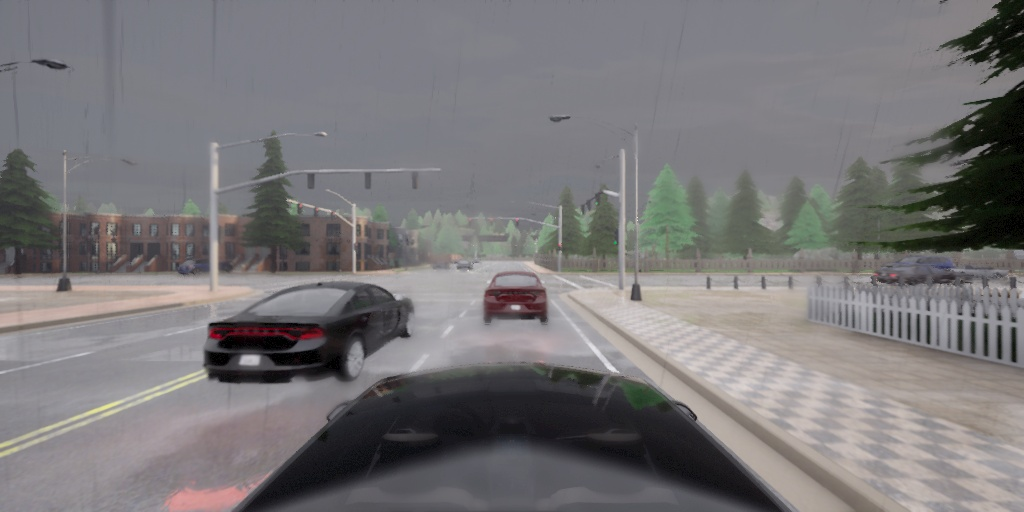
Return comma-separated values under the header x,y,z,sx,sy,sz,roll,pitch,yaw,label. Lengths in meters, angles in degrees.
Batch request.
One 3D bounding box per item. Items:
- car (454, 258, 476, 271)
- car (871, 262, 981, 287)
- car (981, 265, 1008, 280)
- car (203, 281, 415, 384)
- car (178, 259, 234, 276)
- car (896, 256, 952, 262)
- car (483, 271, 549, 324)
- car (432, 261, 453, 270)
x,y,z,sx,sy,sz,roll,pitch,yaw,label
-6.817,1.344,52.251,1.812,1.442,4.674,0,0,1,car
27.819,1.341,24.434,5.357,1.411,2.033,0,0,-1,car
40.037,1.410,31.536,4.718,1.301,1.895,0,0,1,car
-3.415,1.234,7.208,1.882,1.535,5.008,0,0,1,car
-32.485,1.061,38.258,2.097,1.767,4.553,0,3,17,car
39.645,1.037,35.041,5.566,2.045,2.150,0,0,1,car
0.127,1.242,12.005,1.882,1.535,5.008,0,-1,0,car
-10.317,1.381,52.417,1.994,1.385,4.181,0,0,1,car
